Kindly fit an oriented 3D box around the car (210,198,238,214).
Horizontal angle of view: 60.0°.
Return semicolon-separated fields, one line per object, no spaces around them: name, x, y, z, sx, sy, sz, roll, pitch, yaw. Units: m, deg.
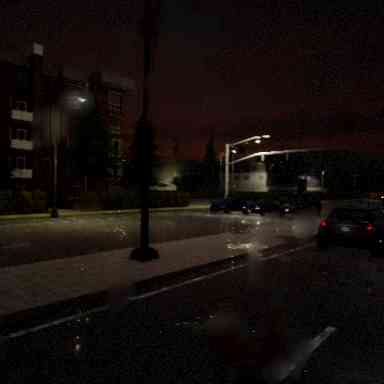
car;3.718;1.290;32.999;1.882;1.535;5.008;1;0;40

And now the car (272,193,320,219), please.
car;9.421;1.126;28.899;2.150;2.045;5.566;1;0;39

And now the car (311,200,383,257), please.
car;6.788;1.344;13.324;2.097;1.767;4.553;1;0;41

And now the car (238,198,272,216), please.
car;6.493;1.392;30.864;1.812;1.442;4.674;1;0;40
